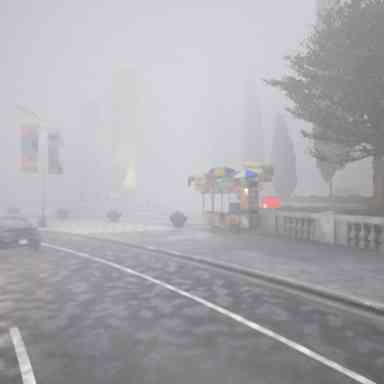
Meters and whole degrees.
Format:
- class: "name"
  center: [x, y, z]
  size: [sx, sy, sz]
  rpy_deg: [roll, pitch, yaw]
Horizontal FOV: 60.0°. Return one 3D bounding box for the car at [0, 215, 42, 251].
- class: "car"
  center: [-7.900, 1.667, 13.818]
  size: [4.674, 1.442, 1.812]
  rpy_deg: [0, -1, 43]
